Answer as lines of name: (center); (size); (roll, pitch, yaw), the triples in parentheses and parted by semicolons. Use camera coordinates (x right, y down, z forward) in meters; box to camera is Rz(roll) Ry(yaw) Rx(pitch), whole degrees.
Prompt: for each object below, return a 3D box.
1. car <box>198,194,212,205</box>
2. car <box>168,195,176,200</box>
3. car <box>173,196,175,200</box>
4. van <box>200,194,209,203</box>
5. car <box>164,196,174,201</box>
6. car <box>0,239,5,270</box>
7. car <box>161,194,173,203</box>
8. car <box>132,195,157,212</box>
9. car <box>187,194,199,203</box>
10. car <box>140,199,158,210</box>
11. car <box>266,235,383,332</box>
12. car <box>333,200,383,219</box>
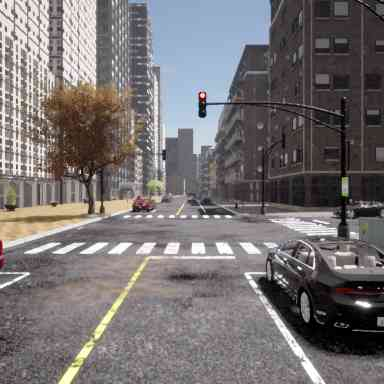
car: (2.662, 1.610, 61.245); (1.947, 1.339, 4.313); (0, 0, 0)
car: (-5.734, 1.654, 94.379); (2.008, 1.369, 4.403); (0, 0, 0)
car: (-5.727, 1.385, 77.810); (2.192, 1.841, 5.009); (0, 0, 0)
van: (2.656, 1.402, 72.292); (1.690, 1.788, 3.998); (0, 0, 0)
car: (-5.729, 1.632, 83.333); (2.008, 1.369, 4.403); (0, 0, 0)
car: (-5.694, 1.545, 6.762); (1.887, 1.381, 4.507); (0, 0, 0)
car: (-5.724, 1.627, 72.288); (1.947, 1.339, 4.313); (0, 0, 0)
car: (-5.709, 1.336, 39.150); (2.192, 1.841, 5.009); (0, 0, 0)
car: (-0.032, 1.656, 68.920); (1.895, 1.301, 4.718); (0, 0, 0)
car: (-5.712, 1.592, 44.673); (1.947, 1.339, 4.313); (0, 0, 0)
car: (2.686, 1.551, 6.766); (2.008, 1.369, 4.403); (0, 0, 0)
car: (13.414, 1.350, 26.177); (4.403, 1.369, 2.008); (-1, 1, -1)
